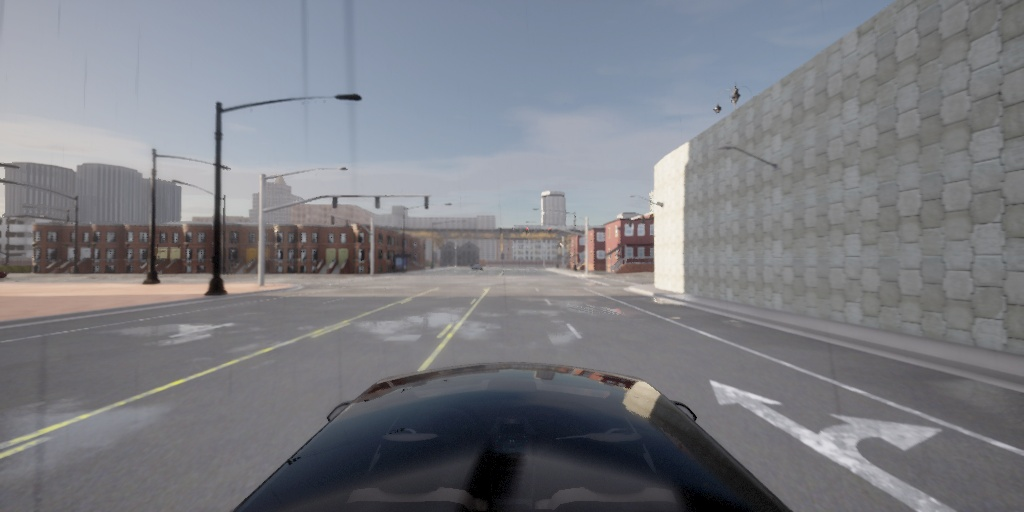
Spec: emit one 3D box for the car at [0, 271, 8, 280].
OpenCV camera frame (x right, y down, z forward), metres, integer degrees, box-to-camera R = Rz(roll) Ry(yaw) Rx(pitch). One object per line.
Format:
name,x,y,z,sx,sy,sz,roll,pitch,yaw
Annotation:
car,-52.588,1.738,34.987,4.718,1.301,1.895,0,-1,0
